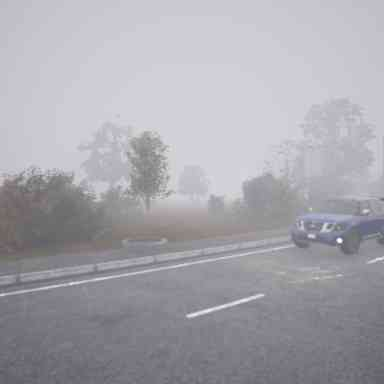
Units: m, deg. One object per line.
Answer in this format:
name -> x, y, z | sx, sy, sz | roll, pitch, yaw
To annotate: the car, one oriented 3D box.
car -> 6.352, 1.219, 13.732 | 5.566, 2.045, 2.150 | 0, 0, -41
